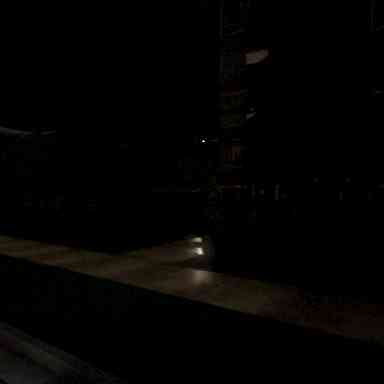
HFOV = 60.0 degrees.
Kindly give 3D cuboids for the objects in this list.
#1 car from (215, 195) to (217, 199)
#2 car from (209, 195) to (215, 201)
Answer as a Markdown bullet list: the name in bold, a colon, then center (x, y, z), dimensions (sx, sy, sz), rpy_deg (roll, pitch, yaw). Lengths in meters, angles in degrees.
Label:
- **car**: center (3.994, 1.250, 61.913), dimensions (1.812, 1.442, 4.674), rpy_deg (1, 0, 36)
- **car**: center (1.057, 1.355, 51.826), dimensions (1.895, 1.301, 4.718), rpy_deg (1, 0, 37)
